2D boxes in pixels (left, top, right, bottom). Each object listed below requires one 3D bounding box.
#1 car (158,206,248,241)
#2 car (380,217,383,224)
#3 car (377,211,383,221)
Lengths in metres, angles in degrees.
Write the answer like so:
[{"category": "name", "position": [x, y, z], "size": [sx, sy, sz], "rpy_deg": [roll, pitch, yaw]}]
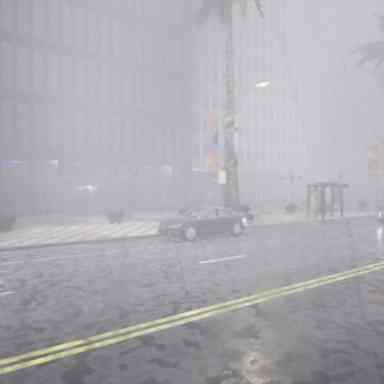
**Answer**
[{"category": "car", "position": [0.638, 1.461, 16.702], "size": [4.892, 1.521, 2.231], "rpy_deg": [0, 0, -35]}, {"category": "car", "position": [7.312, 1.455, 8.948], "size": [5.008, 1.535, 1.882], "rpy_deg": [0, 0, -35]}, {"category": "car", "position": [14.867, 1.549, 23.138], "size": [4.718, 1.301, 1.895], "rpy_deg": [0, 0, -35]}]
